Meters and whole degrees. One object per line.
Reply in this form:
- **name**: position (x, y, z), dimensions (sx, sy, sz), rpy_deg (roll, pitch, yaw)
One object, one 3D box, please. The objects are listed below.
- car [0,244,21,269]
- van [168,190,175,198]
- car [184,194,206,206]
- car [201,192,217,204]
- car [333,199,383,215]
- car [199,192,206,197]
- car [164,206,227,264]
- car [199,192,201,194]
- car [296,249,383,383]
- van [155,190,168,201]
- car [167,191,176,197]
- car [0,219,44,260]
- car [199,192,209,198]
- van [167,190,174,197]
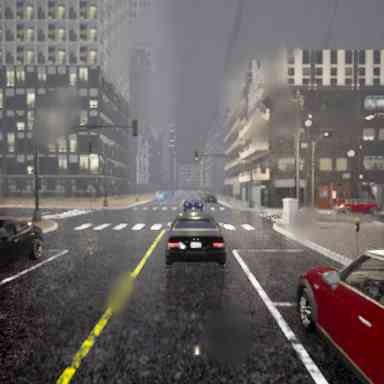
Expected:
- **car**: position (-3.074, 1.459, 1.554), dimensions (1.882, 1.535, 5.008), rpy_deg (0, 1, 0)
- **van**: position (-5.669, 0.452, 81.438), dimensions (1.690, 1.788, 3.998), rpy_deg (0, 1, 0)
- **car**: position (0.140, 1.230, 34.220), dimensions (1.895, 1.301, 4.718), rpy_deg (1, 1, 0)
- **car**: position (2.703, 1.027, 48.856), dimensions (1.947, 1.339, 4.313), rpy_deg (0, 1, 0)
- **car**: position (16.037, 1.395, 32.663), dimensions (4.097, 1.590, 1.967), rpy_deg (1, 0, -1)
- **car**: position (2.713, 0.596, 87.092), dimensions (1.887, 1.381, 4.507), rpy_deg (0, 1, 0)
- **car**: position (0.104, 1.420, 11.276), dimensions (2.033, 1.411, 5.357), rpy_deg (0, 1, 0)
- **car**: position (2.705, 0.898, 58.823), dimensions (1.887, 1.381, 4.507), rpy_deg (0, 1, 0)
- **car**: position (2.689, 1.394, 3.967), dimensions (1.967, 1.590, 4.097), rpy_deg (0, 1, 0)
- **van**: position (-5.676, 0.694, 58.822), dimensions (1.690, 1.788, 3.998), rpy_deg (0, 1, 0)
- **car**: position (-5.665, 0.542, 92.748), dimensions (2.008, 1.369, 4.403), rpy_deg (0, 1, 0)
- **car**: position (-5.690, 1.462, 9.216), dimensions (1.947, 1.339, 4.313), rpy_deg (0, 1, 0)
- **car**: position (2.710, 0.722, 75.785), dimensions (2.008, 1.369, 4.403), rpy_deg (0, 1, 0)
- **van**: position (-5.668, 0.392, 87.092), dimensions (1.690, 1.788, 3.998), rpy_deg (0, 1, 0)
